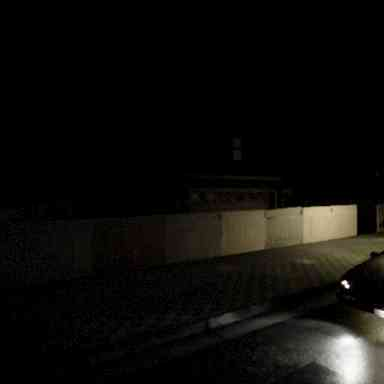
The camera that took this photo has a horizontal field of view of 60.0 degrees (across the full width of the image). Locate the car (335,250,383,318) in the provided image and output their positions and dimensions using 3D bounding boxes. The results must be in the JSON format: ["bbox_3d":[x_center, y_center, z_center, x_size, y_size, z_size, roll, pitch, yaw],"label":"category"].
[{"bbox_3d":[5.167,1.511,6.742,5.357,1.411,2.033,0,0,-35],"label":"car"}]
